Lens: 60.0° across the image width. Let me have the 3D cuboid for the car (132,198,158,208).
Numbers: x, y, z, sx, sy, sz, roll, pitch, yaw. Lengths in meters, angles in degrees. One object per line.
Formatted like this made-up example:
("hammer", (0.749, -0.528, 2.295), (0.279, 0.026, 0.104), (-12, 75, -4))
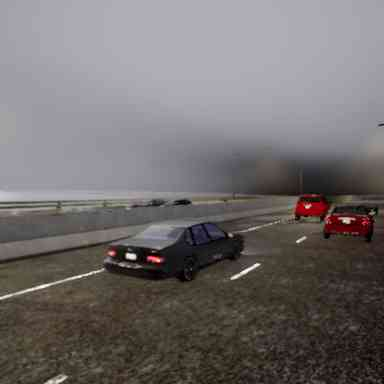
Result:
("car", (-4.391, 1.423, 37.700), (2.033, 1.411, 5.357), (1, 0, 30))

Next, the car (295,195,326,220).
("car", (10.051, 1.250, 27.330), (2.150, 2.045, 5.566), (1, 0, 30))

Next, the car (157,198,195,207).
("car", (-1.363, 1.432, 35.935), (1.812, 1.442, 4.674), (1, 0, 30))

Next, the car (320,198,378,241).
("car", (8.239, 1.387, 17.258), (2.097, 1.767, 4.553), (1, 0, 30))

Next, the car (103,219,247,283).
("car", (-0.137, 1.523, 9.759), (2.033, 1.411, 5.357), (1, 0, 30))

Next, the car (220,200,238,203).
("car", (4.159, 1.551, 38.435), (1.895, 1.301, 4.718), (1, 0, 31))
